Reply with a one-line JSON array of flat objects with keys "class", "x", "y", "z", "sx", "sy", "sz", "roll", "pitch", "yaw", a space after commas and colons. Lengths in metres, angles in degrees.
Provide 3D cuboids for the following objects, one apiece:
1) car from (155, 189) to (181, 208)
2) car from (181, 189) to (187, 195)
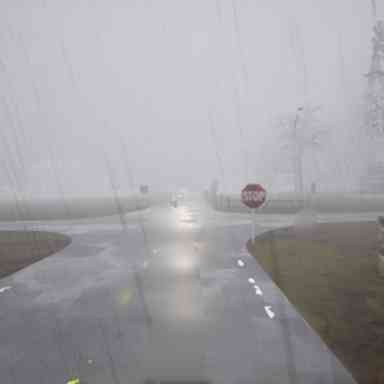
[{"class": "car", "x": -2.570, "y": 0.690, "z": 34.602, "sx": 2.097, "sy": 1.767, "sz": 4.553, "roll": 0, "pitch": 1, "yaw": 0}, {"class": "car", "x": -2.324, "y": 0.033, "z": 82.597, "sx": 1.812, "sy": 1.442, "sz": 4.674, "roll": 0, "pitch": 1, "yaw": 0}]
